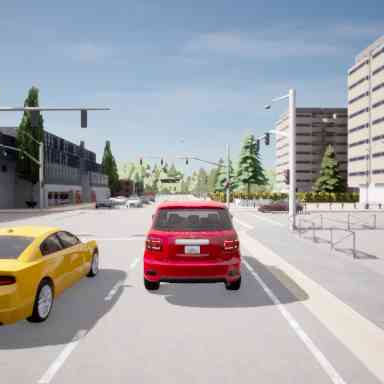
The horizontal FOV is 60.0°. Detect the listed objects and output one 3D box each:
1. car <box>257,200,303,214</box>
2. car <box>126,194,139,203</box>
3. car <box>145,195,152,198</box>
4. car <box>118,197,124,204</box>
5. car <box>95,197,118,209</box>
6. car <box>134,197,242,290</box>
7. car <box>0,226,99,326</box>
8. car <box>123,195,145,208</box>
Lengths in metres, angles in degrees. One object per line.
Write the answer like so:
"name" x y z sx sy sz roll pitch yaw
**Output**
"car" 9.159 1.526 34.690 4.674 1.442 1.812 0 0 1
"car" -12.379 1.355 69.230 2.097 1.767 4.553 0 0 -2
"car" -8.653 1.504 58.751 1.837 1.490 4.892 0 0 -1
"car" -12.099 1.526 56.364 1.812 1.442 4.674 0 0 -1
"car" -11.796 1.564 45.354 1.994 1.385 4.181 0 0 -2
"car" 0.011 1.221 9.196 2.150 2.045 5.566 0 0 0
"car" -3.482 1.478 7.207 1.882 1.535 5.008 0 0 0
"car" -8.385 1.526 48.657 1.812 1.442 4.674 0 0 -1
